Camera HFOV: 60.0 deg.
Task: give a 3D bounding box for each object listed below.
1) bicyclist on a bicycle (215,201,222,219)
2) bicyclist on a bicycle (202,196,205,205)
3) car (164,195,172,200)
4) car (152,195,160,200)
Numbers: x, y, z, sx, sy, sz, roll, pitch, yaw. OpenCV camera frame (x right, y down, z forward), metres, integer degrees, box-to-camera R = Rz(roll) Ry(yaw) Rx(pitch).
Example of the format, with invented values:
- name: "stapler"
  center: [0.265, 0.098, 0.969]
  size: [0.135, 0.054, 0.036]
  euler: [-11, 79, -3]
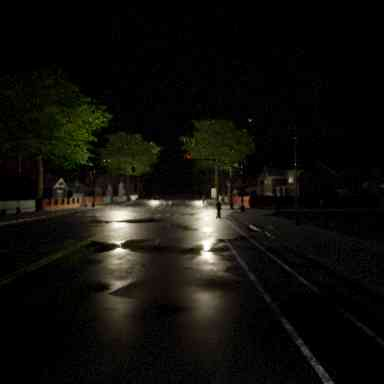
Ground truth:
- name: "bicyclist on a bicycle"
  center: [2.243, 1.573, 28.006]
  size: [0.582, 1.620, 1.656]
  euler: [0, -1, 0]
- name: "bicyclist on a bicycle"
  center: [2.233, 1.636, 65.108]
  size: [0.659, 1.776, 1.843]
  euler: [0, 0, 0]
- name: "car"
  center: [-6.524, 1.490, 90.210]
  size: [1.812, 1.442, 4.674]
  euler: [0, 0, 0]
- name: "car"
  center: [-9.773, 1.465, 90.209]
  size: [1.837, 1.490, 4.892]
  euler: [0, 0, 0]
